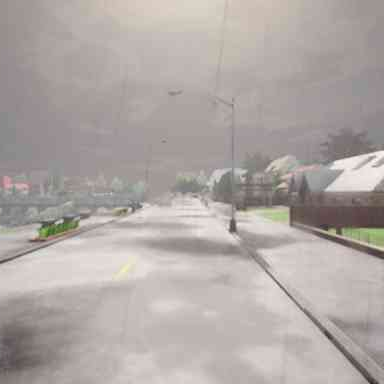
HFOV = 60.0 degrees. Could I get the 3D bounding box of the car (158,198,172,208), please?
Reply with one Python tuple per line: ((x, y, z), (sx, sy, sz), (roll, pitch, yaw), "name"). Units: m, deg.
((-4.068, 1.585, 50.569), (2.033, 1.411, 5.357), (0, 0, 0), "car")
